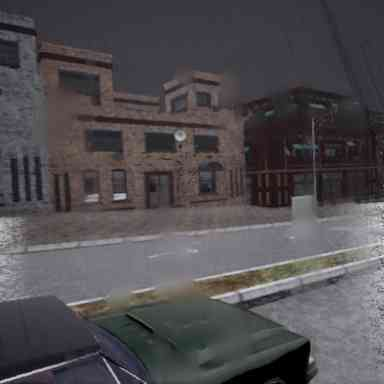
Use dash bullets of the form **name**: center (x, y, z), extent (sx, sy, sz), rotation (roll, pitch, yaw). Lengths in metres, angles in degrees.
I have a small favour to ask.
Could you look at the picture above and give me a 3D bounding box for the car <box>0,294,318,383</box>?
- **car**: center (-1.106, 1.601, 2.650), extent (4.718, 1.301, 1.895), rotation (0, 0, -36)
